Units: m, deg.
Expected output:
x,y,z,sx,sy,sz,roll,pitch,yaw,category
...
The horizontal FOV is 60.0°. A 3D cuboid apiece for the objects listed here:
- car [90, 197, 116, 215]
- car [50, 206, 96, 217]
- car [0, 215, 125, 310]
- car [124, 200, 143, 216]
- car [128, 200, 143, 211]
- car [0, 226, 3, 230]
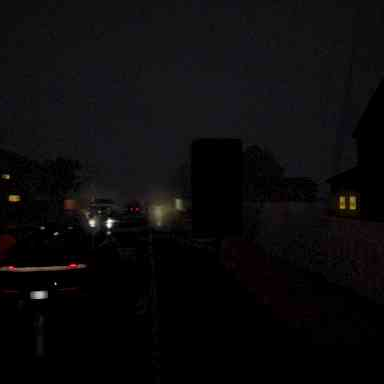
x,y,z,sx,sy,sz,roll,pitch,yaw,category
-9.193,1.584,34.502,2.150,2.045,5.566,-1,-1,-7,car
-7.261,1.762,19.399,2.033,1.411,5.357,-1,-1,-8,car
-2.921,1.567,8.083,2.128,1.511,4.902,-1,0,-7,car
-6.781,1.914,38.211,2.033,1.411,5.357,-1,0,-7,car
-8.173,1.945,48.640,1.882,1.535,5.008,-1,0,-7,car
-5.671,1.449,7.365,2.097,1.767,4.553,-1,-1,-8,car
